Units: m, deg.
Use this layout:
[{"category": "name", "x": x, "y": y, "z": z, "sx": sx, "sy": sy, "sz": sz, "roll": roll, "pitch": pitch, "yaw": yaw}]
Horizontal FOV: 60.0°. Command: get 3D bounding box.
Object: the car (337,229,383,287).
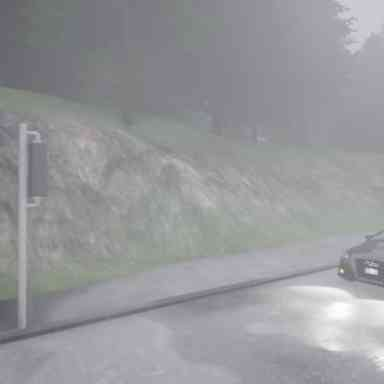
[{"category": "car", "x": 5.658, "y": 1.611, "z": 8.626, "sx": 4.181, "sy": 1.385, "sz": 1.994, "roll": 0, "pitch": 0, "yaw": -35}]
